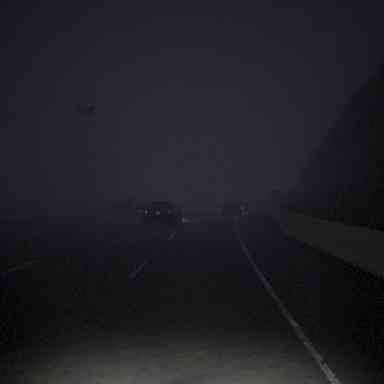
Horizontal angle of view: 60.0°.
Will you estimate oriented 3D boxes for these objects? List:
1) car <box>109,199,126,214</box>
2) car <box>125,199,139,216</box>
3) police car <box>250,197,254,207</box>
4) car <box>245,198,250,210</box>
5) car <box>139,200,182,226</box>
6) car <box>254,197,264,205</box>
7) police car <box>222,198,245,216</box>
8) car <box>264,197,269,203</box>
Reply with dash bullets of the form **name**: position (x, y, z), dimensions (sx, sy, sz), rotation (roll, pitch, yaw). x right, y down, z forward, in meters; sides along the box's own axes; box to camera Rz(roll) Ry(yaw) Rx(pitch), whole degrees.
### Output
- **car**: position (-7.293, 1.518, 36.222), dimensions (1.882, 1.535, 5.008), rotation (0, 0, 11)
- **car**: position (-4.356, 1.559, 32.549), dimensions (2.128, 1.511, 4.902), rotation (1, 0, 10)
- **police car**: position (7.636, 1.727, 49.644), dimensions (1.930, 1.638, 5.238), rotation (1, 0, 15)
- **car**: position (6.267, 1.717, 44.407), dimensions (1.801, 1.575, 5.366), rotation (1, 0, 14)
- **car**: position (-1.989, 1.418, 24.061), dimensions (2.097, 1.767, 4.553), rotation (1, 0, 7)
- **car**: position (12.855, 1.835, 68.731), dimensions (2.128, 1.511, 4.902), rotation (1, 0, 23)
- **police car**: position (4.294, 1.624, 35.386), dimensions (1.930, 1.638, 5.238), rotation (1, 0, 11)
- **car**: position (17.926, 1.932, 80.375), dimensions (1.994, 1.385, 4.181), rotation (1, 0, 27)
